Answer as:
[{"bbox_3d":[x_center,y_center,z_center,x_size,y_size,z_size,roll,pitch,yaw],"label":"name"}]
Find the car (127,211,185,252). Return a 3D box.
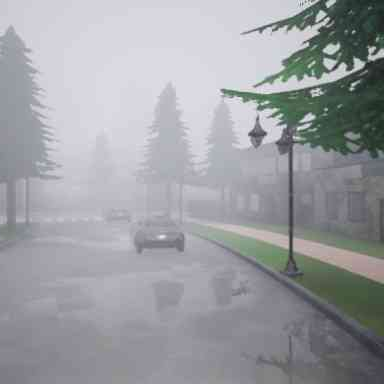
[{"bbox_3d":[-1.625,1.705,14.661,1.994,1.385,4.181,0,0,-14],"label":"car"}]

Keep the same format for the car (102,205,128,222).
[{"bbox_3d":[-6.596,1.845,29.012,1.994,1.385,4.181,0,-1,-22],"label":"car"}]
